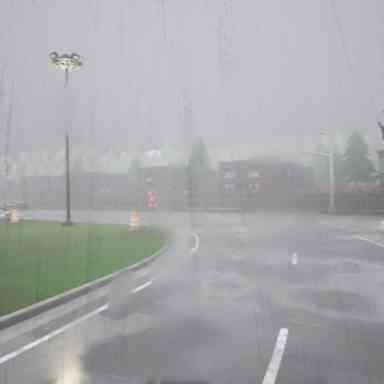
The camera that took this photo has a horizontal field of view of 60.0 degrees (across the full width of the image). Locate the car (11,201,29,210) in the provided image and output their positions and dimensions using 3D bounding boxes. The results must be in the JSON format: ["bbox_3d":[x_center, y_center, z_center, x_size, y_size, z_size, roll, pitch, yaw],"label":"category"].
[{"bbox_3d":[-29.500,2.308,56.073,4.892,1.490,1.837,-1,0,33],"label":"car"}]

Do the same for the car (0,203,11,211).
[{"bbox_3d":[-31.371,2.378,53.119,4.181,1.385,1.994,-1,0,34],"label":"car"}]
